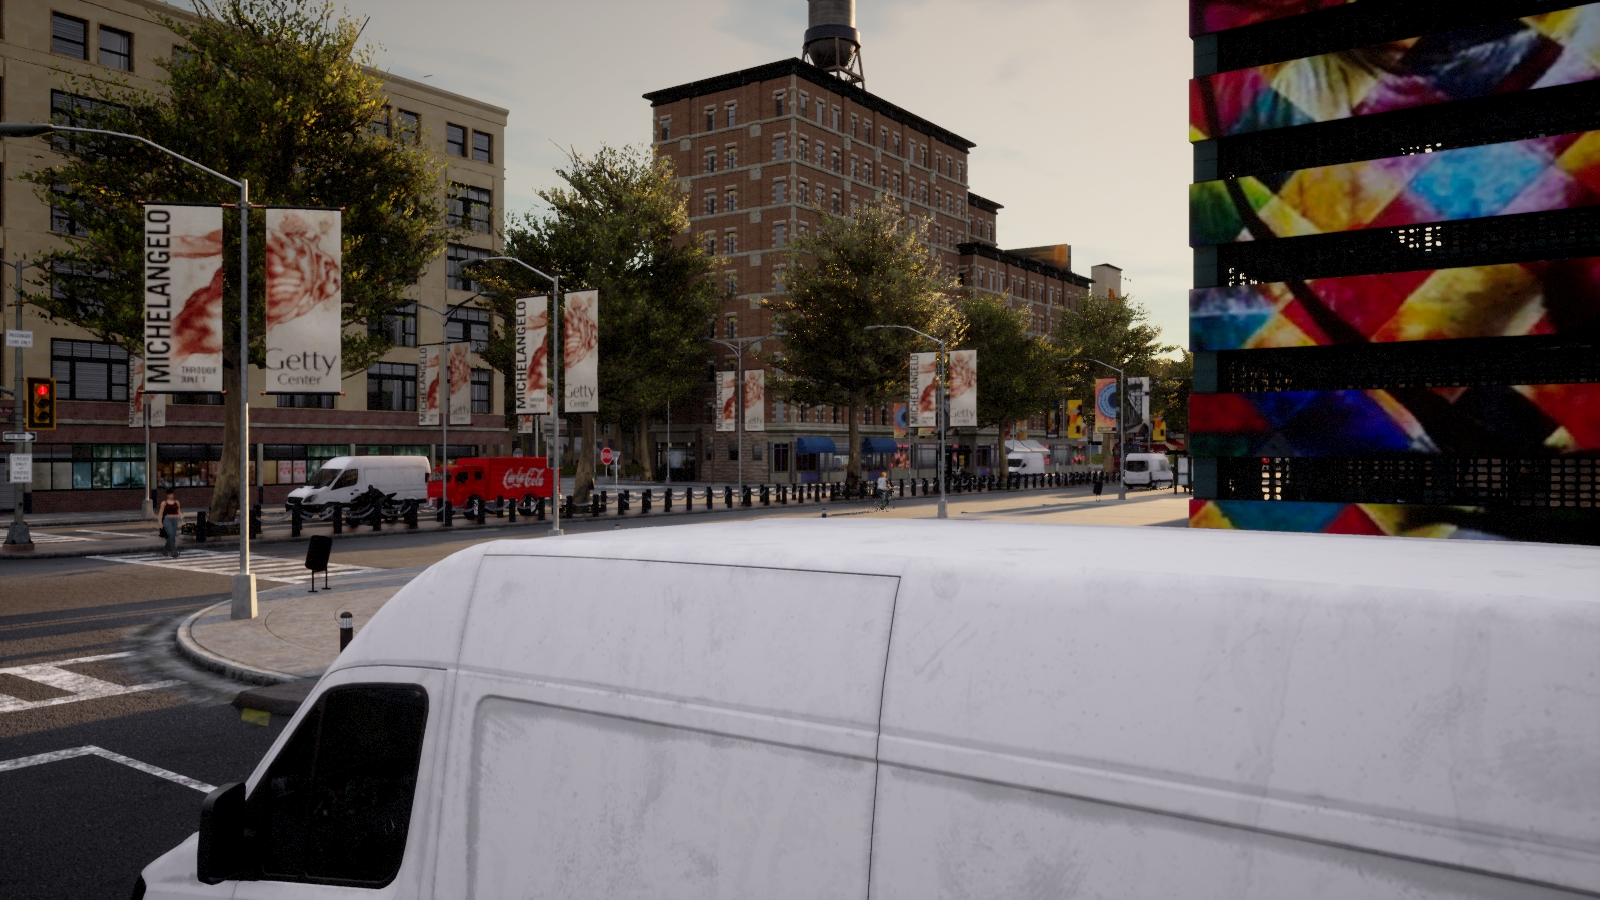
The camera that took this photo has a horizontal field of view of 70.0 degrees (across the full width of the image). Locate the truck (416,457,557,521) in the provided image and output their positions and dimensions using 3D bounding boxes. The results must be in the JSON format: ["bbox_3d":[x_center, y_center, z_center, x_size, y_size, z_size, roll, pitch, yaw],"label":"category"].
[{"bbox_3d":[-13.076,1.565,47.908,2.627,2.467,5.204,0,0,36],"label":"truck"}]

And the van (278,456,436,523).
[{"bbox_3d":[-18.065,1.534,46.934,1.988,2.561,5.915,0,0,36],"label":"van"}]

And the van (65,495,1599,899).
[{"bbox_3d":[-0.118,1.534,3.913,5.915,2.561,1.988,0,0,36],"label":"van"}]

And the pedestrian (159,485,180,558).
[{"bbox_3d":[-16.378,1.848,29.661,0.375,1.860,0.375,0,0,41],"label":"pedestrian"}]

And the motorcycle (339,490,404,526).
[{"bbox_3d":[-16.269,2.205,43.436,0.867,1.251,2.209,0,0,36],"label":"motorcycle"}]
